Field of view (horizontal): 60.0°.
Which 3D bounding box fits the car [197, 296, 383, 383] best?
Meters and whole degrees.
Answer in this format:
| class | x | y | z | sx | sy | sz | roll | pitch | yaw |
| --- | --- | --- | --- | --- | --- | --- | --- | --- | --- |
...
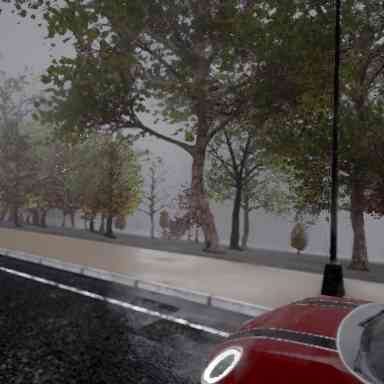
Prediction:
| class | x | y | z | sx | sy | sz | roll | pitch | yaw |
| --- | --- | --- | --- | --- | --- | --- | --- | --- | --- |
| car | 2.203 | 1.358 | 2.104 | 4.553 | 1.767 | 2.097 | 1 | 0 | 36 |
